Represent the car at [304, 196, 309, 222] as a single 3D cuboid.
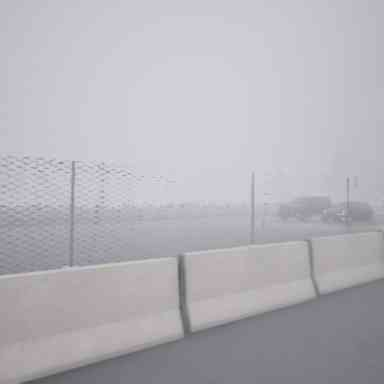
[{"bbox_3d":[9.743,1.361,28.133,5.566,2.045,2.150,1,0,-36],"label":"car"}]
